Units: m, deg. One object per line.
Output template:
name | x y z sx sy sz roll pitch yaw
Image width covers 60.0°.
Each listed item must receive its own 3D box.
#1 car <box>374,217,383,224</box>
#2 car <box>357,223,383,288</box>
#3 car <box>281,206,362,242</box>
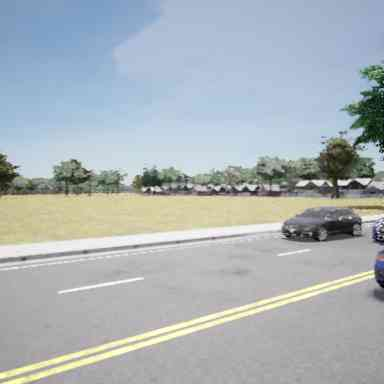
car | 10.030 1.323 14.835 4.553 1.767 2.097 0 0 -35
car | 6.021 1.509 7.734 4.674 1.442 1.812 0 0 -36
car | 6.426 1.480 16.255 4.892 1.490 1.837 0 0 -35
